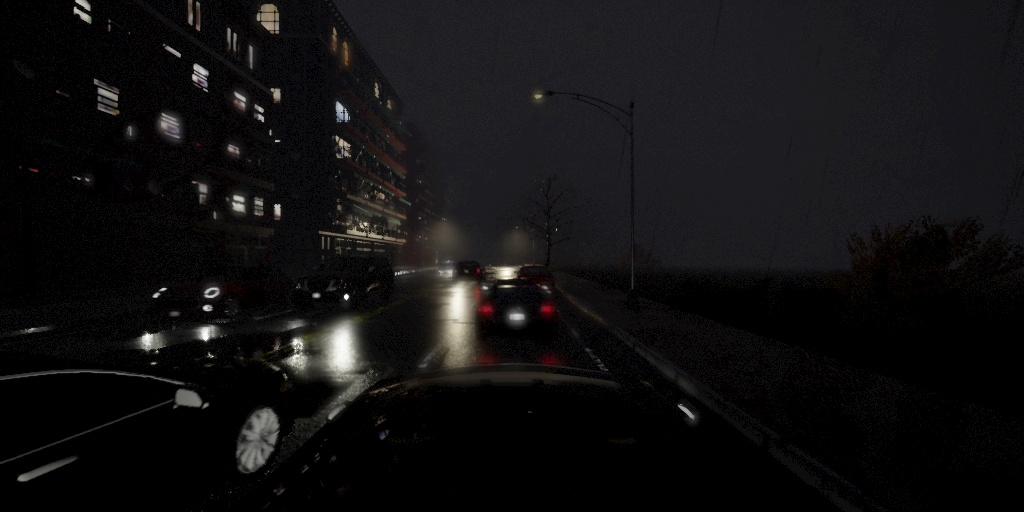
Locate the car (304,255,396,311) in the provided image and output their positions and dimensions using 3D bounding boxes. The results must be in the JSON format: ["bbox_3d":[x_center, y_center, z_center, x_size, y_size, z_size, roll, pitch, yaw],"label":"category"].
[{"bbox_3d":[-6.590,0.973,14.841,2.150,2.045,5.566,0,0,0],"label":"car"}]

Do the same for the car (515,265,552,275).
[{"bbox_3d":[1.148,1.230,18.849,1.882,1.535,5.008,0,0,0],"label":"car"}]

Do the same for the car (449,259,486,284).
[{"bbox_3d":[-3.131,1.104,26.943,2.097,1.767,4.553,0,0,0],"label":"car"}]

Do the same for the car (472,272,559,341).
[{"bbox_3d":[0.107,1.315,9.929,1.994,1.385,4.181,0,0,0],"label":"car"}]

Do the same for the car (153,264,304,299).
[{"bbox_3d":[-9.844,1.103,12.705,2.097,1.767,4.553,0,0,0],"label":"car"}]

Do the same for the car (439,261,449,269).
[{"bbox_3d":[-9.809,1.351,54.662,1.895,1.301,4.718,0,0,0],"label":"car"}]

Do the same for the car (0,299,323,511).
[{"bbox_3d":[-3.152,1.253,1.731,1.837,1.490,4.892,0,0,0],"label":"car"}]
